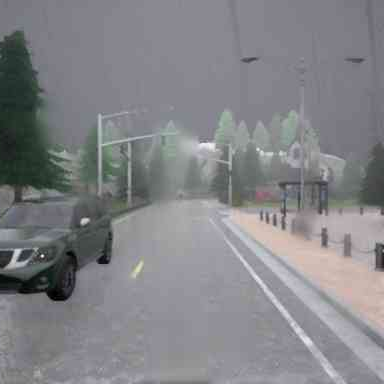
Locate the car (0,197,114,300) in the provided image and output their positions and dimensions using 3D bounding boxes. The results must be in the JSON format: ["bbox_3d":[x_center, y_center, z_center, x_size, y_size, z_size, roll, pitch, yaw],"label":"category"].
[{"bbox_3d":[-3.598,1.168,8.629,2.150,2.045,5.566,0,0,0],"label":"car"}]
